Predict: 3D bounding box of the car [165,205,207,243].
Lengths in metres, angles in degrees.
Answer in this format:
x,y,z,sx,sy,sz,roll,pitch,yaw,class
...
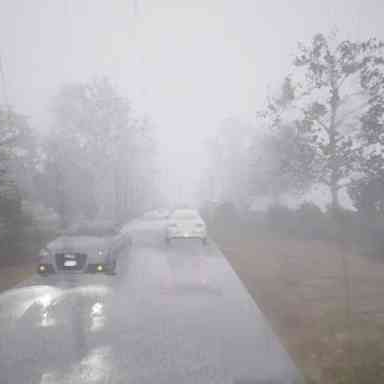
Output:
x,y,z,sx,sy,sz,roll,pitch,yaw,class
-0.313,1.567,16.133,1.812,1.442,4.674,0,0,-2,car

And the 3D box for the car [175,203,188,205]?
x,y,z,sx,sy,sz,roll,pitch,yaw,class
-1.037,1.779,33.602,1.994,1.385,4.181,0,-1,-2,car

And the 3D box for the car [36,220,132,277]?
x,y,z,sx,sy,sz,roll,pitch,yaw,class
-3.064,1.582,10.230,1.994,1.385,4.181,0,0,-2,car

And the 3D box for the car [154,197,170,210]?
x,y,z,sx,sy,sz,roll,pitch,yaw,class
-4.709,1.795,52.617,2.150,2.045,5.566,0,-1,-2,car
